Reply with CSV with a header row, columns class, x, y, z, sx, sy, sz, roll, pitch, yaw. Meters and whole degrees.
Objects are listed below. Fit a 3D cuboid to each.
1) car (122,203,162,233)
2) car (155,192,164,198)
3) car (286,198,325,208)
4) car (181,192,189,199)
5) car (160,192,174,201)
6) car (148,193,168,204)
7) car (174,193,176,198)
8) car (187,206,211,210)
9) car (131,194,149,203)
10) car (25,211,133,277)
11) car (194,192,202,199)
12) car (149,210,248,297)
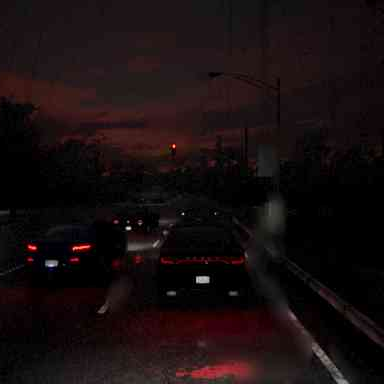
class,x,y,z,sx,sy,sz,roll,pitch,yaw
car,-3.083,1.553,19.153,1.895,1.301,4.718,0,0,4
car,-8.708,0.853,88.565,1.837,1.490,4.892,0,1,1
car,14.936,1.442,44.012,4.718,1.301,1.895,0,0,-2
car,-1.715,0.958,87.163,1.812,1.442,4.674,0,1,1
car,-5.510,1.199,73.022,1.812,1.442,4.674,0,1,1
car,-5.918,1.343,57.940,1.994,1.385,4.181,0,0,1
car,-5.207,0.879,88.925,1.994,1.385,4.181,0,1,1
car,0.400,1.503,18.392,2.033,1.411,5.357,0,0,1
car,-9.407,1.255,58.361,1.882,1.535,5.008,0,0,2
car,-3.256,1.511,10.104,1.812,1.442,4.674,0,0,1
car,1.787,0.982,87.099,2.033,1.411,5.357,0,1,1
car,0.223,1.466,8.626,1.882,1.535,5.008,0,0,1
